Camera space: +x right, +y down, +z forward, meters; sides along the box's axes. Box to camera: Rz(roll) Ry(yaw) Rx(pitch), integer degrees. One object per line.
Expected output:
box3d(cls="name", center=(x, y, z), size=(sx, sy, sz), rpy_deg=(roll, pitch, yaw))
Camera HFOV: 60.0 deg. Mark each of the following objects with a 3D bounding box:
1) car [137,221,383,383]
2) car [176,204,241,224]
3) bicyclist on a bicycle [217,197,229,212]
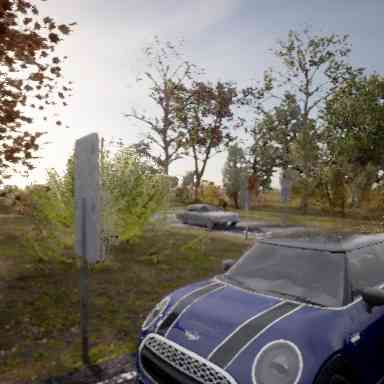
box3d(cls="car", center=(1.527, 1.378, 4.414), size=(4.553, 1.767, 2.097), rpy_deg=(1, -1, -42))
box3d(cls="car", center=(0.932, 1.491, 21.334), size=(1.895, 1.301, 4.718), rpy_deg=(-1, 1, -35))
box3d(cls="bicyclist on a bicycle", center=(2.657, 1.238, 29.234), size=(1.656, 1.620, 0.582), rpy_deg=(0, 1, -36))
